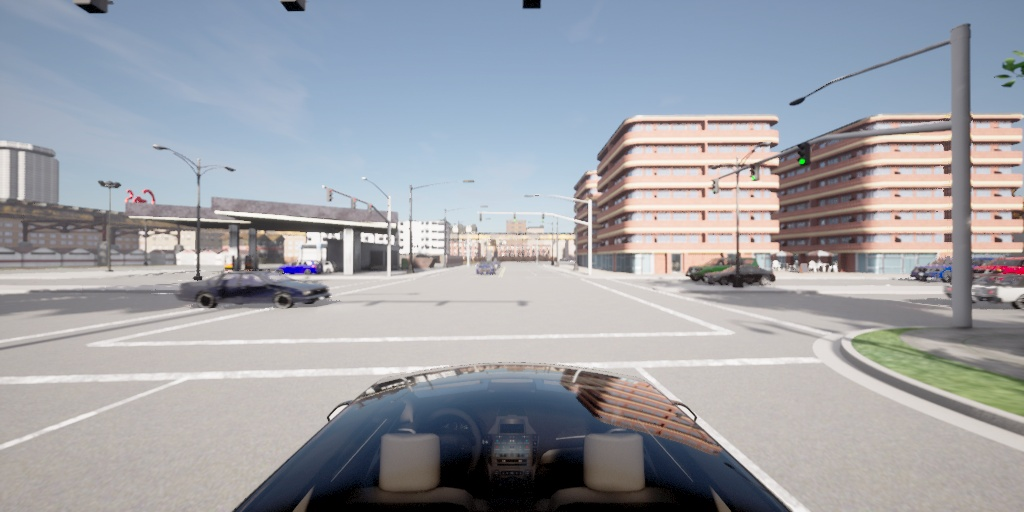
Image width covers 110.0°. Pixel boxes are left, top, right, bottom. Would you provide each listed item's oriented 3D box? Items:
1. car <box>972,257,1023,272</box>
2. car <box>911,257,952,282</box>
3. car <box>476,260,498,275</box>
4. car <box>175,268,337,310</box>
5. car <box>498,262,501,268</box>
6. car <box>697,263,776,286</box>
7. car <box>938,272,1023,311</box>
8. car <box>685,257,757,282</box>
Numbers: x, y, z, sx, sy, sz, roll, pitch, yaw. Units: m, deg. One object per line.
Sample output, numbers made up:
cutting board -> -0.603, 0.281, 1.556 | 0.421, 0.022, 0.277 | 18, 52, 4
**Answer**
car -> 36.201, 1.109, 25.765 | 5.566, 2.045, 2.150 | 0, 0, 1
car -> 36.189, 1.128, 29.265 | 5.566, 2.045, 2.150 | 0, 0, 1
car -> -3.096, 1.335, 42.389 | 2.097, 1.767, 4.553 | 0, 0, -1
car -> -10.390, 1.317, 14.579 | 5.357, 1.411, 2.033 | 0, 0, 1
car -> -3.228, 1.670, 57.594 | 1.895, 1.301, 4.718 | 0, 0, 0
car -> 16.417, 1.414, 25.936 | 4.674, 1.442, 1.812 | 0, 0, 0
car -> 20.593, 1.420, 14.304 | 4.718, 1.301, 1.895 | 0, 0, 1
car -> 17.325, 1.131, 29.439 | 5.566, 2.045, 2.150 | 0, 0, 0
